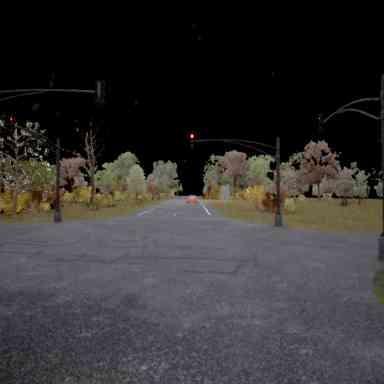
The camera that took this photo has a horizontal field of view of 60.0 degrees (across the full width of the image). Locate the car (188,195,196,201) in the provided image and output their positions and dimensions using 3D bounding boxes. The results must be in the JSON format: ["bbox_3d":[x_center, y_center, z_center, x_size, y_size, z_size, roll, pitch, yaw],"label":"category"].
[{"bbox_3d":[0.079,1.428,77.912,1.812,1.442,4.674,0,0,0],"label":"car"}]

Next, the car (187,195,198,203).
[{"bbox_3d":[0.069,1.405,67.877,2.097,1.767,4.553,0,0,0],"label":"car"}]
